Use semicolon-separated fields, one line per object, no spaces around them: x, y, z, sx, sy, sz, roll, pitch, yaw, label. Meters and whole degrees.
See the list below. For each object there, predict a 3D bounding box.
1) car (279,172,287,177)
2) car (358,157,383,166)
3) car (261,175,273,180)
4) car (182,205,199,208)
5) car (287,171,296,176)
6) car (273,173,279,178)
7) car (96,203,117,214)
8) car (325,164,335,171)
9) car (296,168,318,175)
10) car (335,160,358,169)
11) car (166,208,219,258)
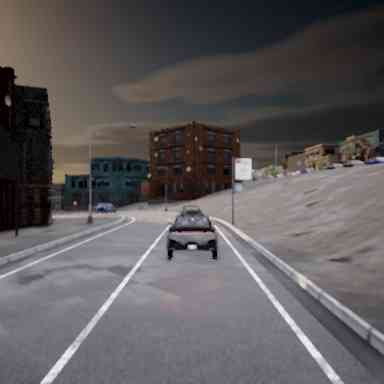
21.270;-3.689;72.399;2.185;1.767;4.553;0;0;-1;car
22.104;-3.424;39.231;2.002;1.452;4.674;0;0;-2;car
20.913;-3.563;88.932;2.231;1.521;4.892;0;0;-1;car
-0.136;1.920;28.514;1.837;1.490;4.892;0;-1;-4;car
21.392;-3.515;66.724;2.002;1.452;4.674;0;0;-1;car
21.151;-3.693;77.918;2.185;1.767;4.553;0;0;-1;car
-15.534;2.986;60.306;2.150;2.045;5.566;0;-3;-36;car
21.745;-3.527;50.293;2.231;1.521;4.892;0;0;-1;car
21.510;-3.672;61.231;2.185;1.767;4.553;0;0;-1;car
21.872;-3.504;44.774;2.231;1.521;4.892;0;0;-1;car
0.025;1.635;13.453;2.128;1.511;4.902;0;-1;0;car
